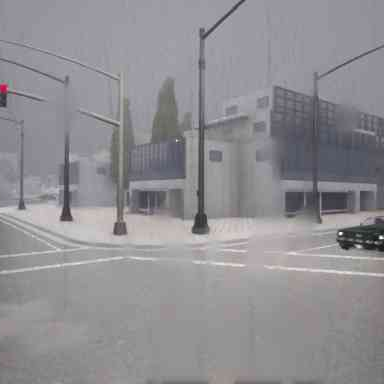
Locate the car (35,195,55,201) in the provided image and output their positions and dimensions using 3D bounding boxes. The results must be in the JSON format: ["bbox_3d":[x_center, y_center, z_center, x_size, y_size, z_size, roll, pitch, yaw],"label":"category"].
[{"bbox_3d":[-36.726,1.414,83.193,4.892,1.490,1.837,0,0,7],"label":"car"}]

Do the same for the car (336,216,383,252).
[{"bbox_3d":[7.757,1.649,13.284,4.718,1.301,1.895,0,0,-37],"label":"car"}]
